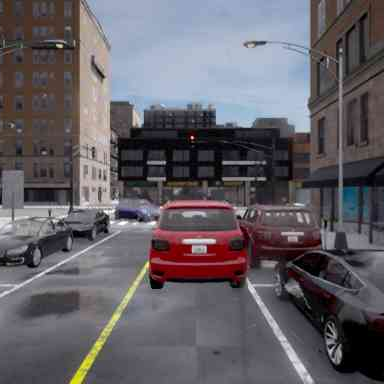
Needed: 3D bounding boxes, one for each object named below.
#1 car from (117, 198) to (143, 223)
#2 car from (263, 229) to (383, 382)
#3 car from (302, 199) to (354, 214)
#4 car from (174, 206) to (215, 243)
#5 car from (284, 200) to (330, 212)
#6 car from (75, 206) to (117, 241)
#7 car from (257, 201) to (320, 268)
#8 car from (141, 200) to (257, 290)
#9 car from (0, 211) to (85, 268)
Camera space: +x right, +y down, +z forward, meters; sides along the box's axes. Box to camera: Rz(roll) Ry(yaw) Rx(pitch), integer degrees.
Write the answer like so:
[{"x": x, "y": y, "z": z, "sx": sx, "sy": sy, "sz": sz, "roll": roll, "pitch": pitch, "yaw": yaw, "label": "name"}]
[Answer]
[{"x": -3.977, "y": 1.340, "z": 25.244, "sx": 2.097, "sy": 1.767, "sz": 4.553, "roll": -1, "pitch": 1, "yaw": -42, "label": "car"}, {"x": 2.642, "y": 1.565, "z": 5.446, "sx": 1.947, "sy": 1.339, "sz": 4.313, "roll": 0, "pitch": 0, "yaw": 0, "label": "car"}, {"x": 14.555, "y": 1.579, "z": 35.839, "sx": 4.892, "sy": 1.490, "sz": 1.837, "roll": 0, "pitch": 0, "yaw": 1, "label": "car"}, {"x": 0.109, "y": 1.522, "z": 17.028, "sx": 1.812, "sy": 1.442, "sz": 4.674, "roll": 0, "pitch": 0, "yaw": 0, "label": "car"}, {"x": 13.443, "y": 1.669, "z": 39.093, "sx": 4.718, "sy": 1.301, "sz": 1.895, "roll": 0, "pitch": 0, "yaw": 0, "label": "car"}, {"x": -5.370, "y": 1.563, "z": 16.779, "sx": 1.947, "sy": 1.339, "sz": 4.313, "roll": 0, "pitch": 0, "yaw": 0, "label": "car"}, {"x": 2.649, "y": 1.313, "z": 11.108, "sx": 2.192, "sy": 1.841, "sz": 5.009, "roll": 0, "pitch": 0, "yaw": 0, "label": "car"}, {"x": 0.089, "y": 1.220, "z": 9.233, "sx": 2.150, "sy": 2.045, "sz": 5.566, "roll": 0, "pitch": 0, "yaw": -1, "label": "car"}, {"x": -5.376, "y": 1.549, "z": 11.117, "sx": 2.008, "sy": 1.369, "sz": 4.403, "roll": 0, "pitch": 0, "yaw": 0, "label": "car"}]
